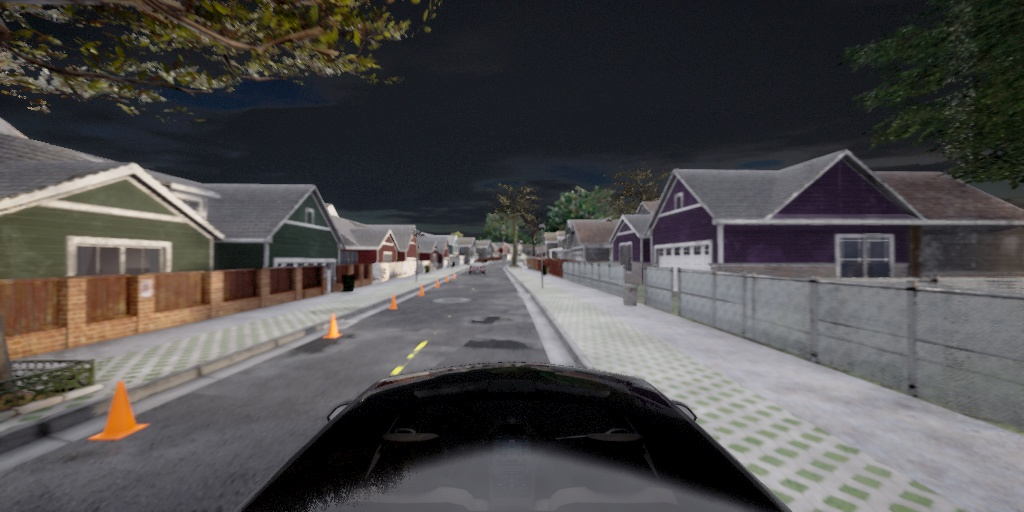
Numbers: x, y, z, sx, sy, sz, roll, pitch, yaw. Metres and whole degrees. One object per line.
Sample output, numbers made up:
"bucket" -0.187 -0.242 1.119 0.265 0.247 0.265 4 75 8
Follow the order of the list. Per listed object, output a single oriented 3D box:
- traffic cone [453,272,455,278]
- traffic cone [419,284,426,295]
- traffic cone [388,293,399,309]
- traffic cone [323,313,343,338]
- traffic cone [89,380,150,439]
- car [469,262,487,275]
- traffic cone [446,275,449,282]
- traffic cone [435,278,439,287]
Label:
"traffic cone" -5.477 1.824 33.973 0.340 0.580 0.340 0 0 -3
"traffic cone" -4.788 1.776 19.020 0.340 0.580 0.340 0 0 -2
"traffic cone" -4.634 1.756 14.047 0.340 0.580 0.340 0 0 -1
"traffic cone" -4.529 1.737 9.073 0.340 0.580 0.340 0 0 -1
"traffic cone" -4.474 1.719 4.098 0.340 0.580 0.340 0 0 0
"car" -3.917 1.408 40.844 1.812 1.442 4.674 0 0 -5
"traffic cone" -5.234 1.810 28.979 0.340 0.580 0.340 0 0 -3
"traffic cone" -4.992 1.794 23.991 0.340 0.580 0.340 0 0 -3
